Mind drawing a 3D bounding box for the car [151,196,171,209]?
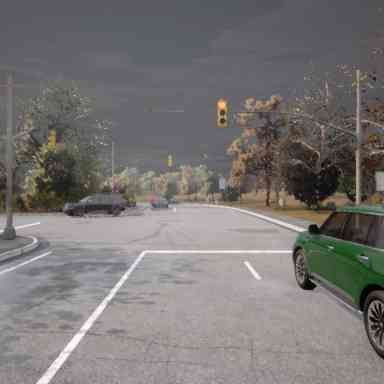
[{"bbox_3d":[-4.533,1.496,48.711,2.097,1.767,4.553,0,-1,-5],"label":"car"}]

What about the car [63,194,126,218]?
[{"bbox_3d":[-8.850,1.242,30.686,5.566,2.045,2.150,0,2,-32],"label":"car"}]

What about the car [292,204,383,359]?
[{"bbox_3d":[3.586,1.221,6.026,2.150,2.045,5.566,0,0,0],"label":"car"}]

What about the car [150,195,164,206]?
[{"bbox_3d":[-7.044,1.741,66.874,2.150,2.045,5.566,0,-2,-12],"label":"car"}]

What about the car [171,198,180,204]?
[{"bbox_3d":[-4.601,2.359,82.953,2.128,1.511,4.902,0,-1,-22],"label":"car"}]
